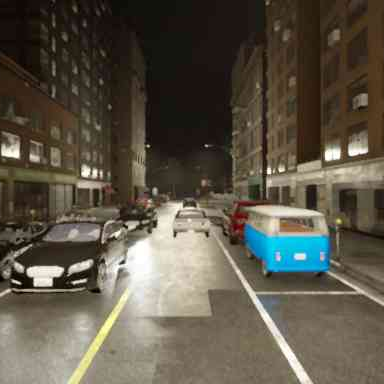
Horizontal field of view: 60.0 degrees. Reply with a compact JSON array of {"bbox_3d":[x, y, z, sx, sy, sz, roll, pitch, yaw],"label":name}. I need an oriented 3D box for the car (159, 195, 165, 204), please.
[{"bbox_3d":[-5.915,1.572,53.861,1.802,1.307,4.206,0,0,-1],"label":"car"}]

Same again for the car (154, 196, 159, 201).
[{"bbox_3d":[-5.811,1.545,42.854,2.008,1.369,4.403,0,0,-1],"label":"car"}]

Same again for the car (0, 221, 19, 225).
[{"bbox_3d":[-5.502,1.574,9.833,1.947,1.339,4.313,0,0,-1],"label":"car"}]

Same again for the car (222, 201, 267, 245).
[{"bbox_3d":[2.547,1.303,15.417,2.192,1.841,5.009,0,0,-1],"label":"car"}]

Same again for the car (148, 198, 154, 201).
[{"bbox_3d":[-5.760,1.542,37.351,1.887,1.381,4.507,0,0,-1],"label":"car"}]

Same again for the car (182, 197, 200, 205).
[{"bbox_3d":[-0.330,1.474,45.095,2.128,1.511,4.902,0,0,-1],"label":"car"}]

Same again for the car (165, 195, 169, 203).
[{"bbox_3d":[-6.018,1.426,64.869,1.967,1.590,4.097,0,0,-1],"label":"car"}]

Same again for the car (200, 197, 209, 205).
[{"bbox_3d":[2.080,1.496,59.615,1.752,1.417,4.829,0,0,-1],"label":"car"}]

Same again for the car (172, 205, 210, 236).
[{"bbox_3d":[-0.065,1.593,18.183,1.895,1.301,4.718,0,0,-1],"label":"car"}]

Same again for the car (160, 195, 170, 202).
[{"bbox_3d":[-6.121,1.422,75.876,1.967,1.590,4.097,0,0,-1],"label":"car"}]

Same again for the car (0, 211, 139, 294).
[{"bbox_3d":[-2.927,1.494,8.940,2.128,1.511,4.902,0,0,-1],"label":"car"}]

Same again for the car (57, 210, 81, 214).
[{"bbox_3d":[-5.553,1.557,15.337,2.008,1.369,4.403,0,0,-1],"label":"car"}]

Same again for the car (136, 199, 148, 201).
[{"bbox_3d":[-5.708,1.544,31.847,1.887,1.381,4.507,0,0,-1],"label":"car"}]

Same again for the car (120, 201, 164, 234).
[{"bbox_3d":[-3.017,1.490,19.151,2.128,1.511,4.902,0,0,0],"label":"car"}]

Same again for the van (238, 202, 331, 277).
[{"bbox_3d":[2.605,1.331,9.913,1.690,1.788,3.998,0,0,-1],"label":"van"}]
